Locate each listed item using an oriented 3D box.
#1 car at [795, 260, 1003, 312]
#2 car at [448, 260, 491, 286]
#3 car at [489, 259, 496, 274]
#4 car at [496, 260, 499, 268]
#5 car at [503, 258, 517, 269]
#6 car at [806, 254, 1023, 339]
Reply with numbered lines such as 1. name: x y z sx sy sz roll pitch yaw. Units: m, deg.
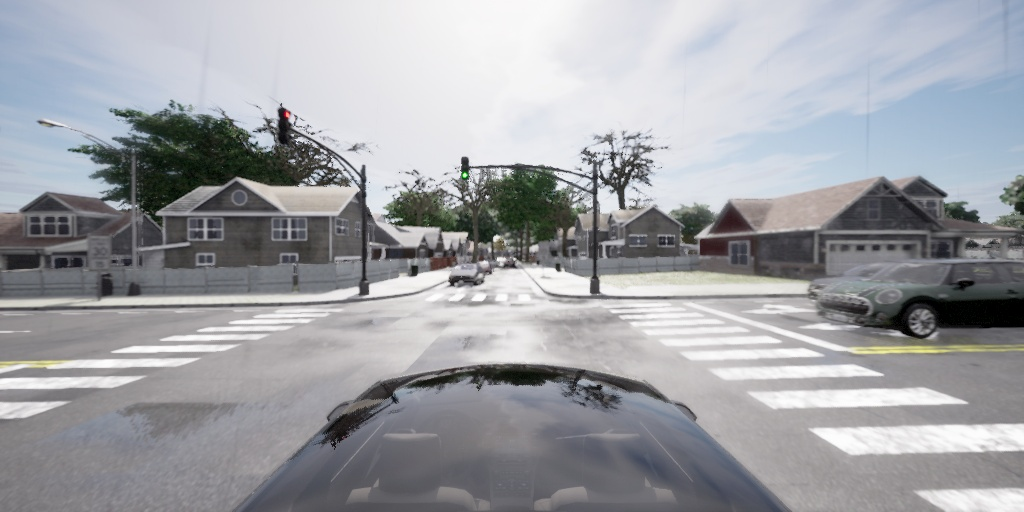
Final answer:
1. car: 12.591 0.931 11.905 4.892 1.490 1.837 -1 1 0
2. car: -2.997 1.227 24.948 2.033 1.411 5.357 0 0 4
3. car: -3.085 1.211 37.950 1.994 1.385 4.181 0 0 0
4. car: -3.119 1.205 57.740 1.895 1.301 4.718 0 0 0
5. car: -0.337 1.118 54.277 1.837 1.490 4.892 0 0 0
6. car: 10.149 0.855 8.661 4.553 1.767 2.097 -1 1 0
